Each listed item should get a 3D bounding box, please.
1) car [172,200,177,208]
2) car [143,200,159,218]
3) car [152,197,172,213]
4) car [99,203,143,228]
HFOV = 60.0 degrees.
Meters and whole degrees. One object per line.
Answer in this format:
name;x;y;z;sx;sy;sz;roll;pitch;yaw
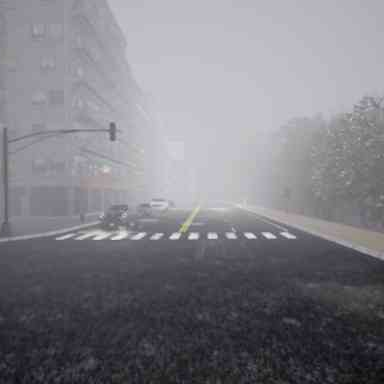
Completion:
car;-3.742;2.217;60.935;1.837;1.490;4.892;-1;-1;3
car;-4.976;1.929;35.079;1.812;1.442;4.674;-1;-1;3
car;-4.513;1.726;45.621;2.150;2.045;5.566;-1;0;2
car;-5.418;1.660;25.156;2.097;1.767;4.553;-1;-1;2
